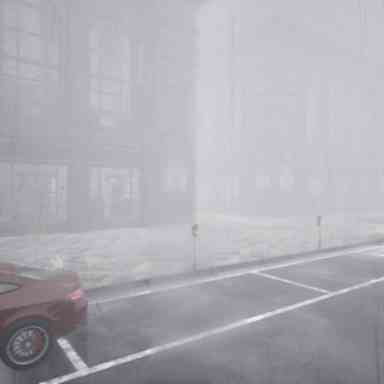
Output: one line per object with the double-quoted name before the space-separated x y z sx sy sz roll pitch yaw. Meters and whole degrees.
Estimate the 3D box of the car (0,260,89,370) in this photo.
"car" -3.466 1.583 4.173 4.206 1.307 1.802 0 0 -35
